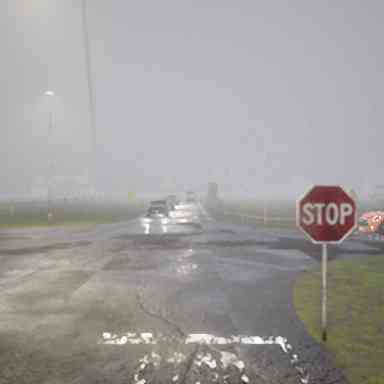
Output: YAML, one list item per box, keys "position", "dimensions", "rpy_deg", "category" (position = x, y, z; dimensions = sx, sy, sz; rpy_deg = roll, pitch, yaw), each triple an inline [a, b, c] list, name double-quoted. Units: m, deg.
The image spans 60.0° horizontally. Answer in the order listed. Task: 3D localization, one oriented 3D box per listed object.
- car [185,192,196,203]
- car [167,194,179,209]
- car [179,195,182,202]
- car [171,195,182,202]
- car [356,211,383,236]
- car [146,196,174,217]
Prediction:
- position: [-0.207, 1.268, 61.360]
  dimensions: [2.033, 1.411, 5.357]
  rpy_deg: [0, 0, 0]
  category: "car"
- position: [-2.955, 1.320, 38.877]
  dimensions: [2.128, 1.511, 4.902]
  rpy_deg: [0, 0, 0]
  category: "car"
- position: [-2.979, 1.134, 48.890]
  dimensions: [2.097, 1.767, 4.553]
  rpy_deg: [0, 0, 0]
  category: "car"
- position: [-2.975, 1.248, 65.534]
  dimensions: [2.033, 1.411, 5.357]
  rpy_deg: [0, 0, 0]
  category: "car"
- position: [10.972, 1.315, 17.012]
  dimensions: [4.553, 1.767, 2.097]
  rpy_deg: [0, 0, 3]
  category: "car"
- position: [-2.920, 1.375, 29.748]
  dimensions: [1.837, 1.490, 4.892]
  rpy_deg: [0, 0, 0]
  category: "car"
